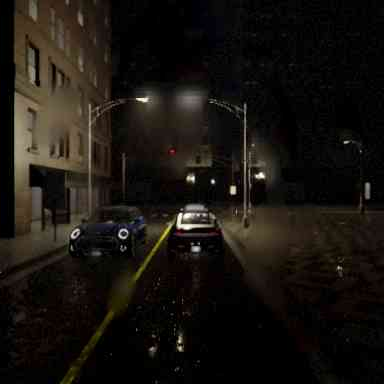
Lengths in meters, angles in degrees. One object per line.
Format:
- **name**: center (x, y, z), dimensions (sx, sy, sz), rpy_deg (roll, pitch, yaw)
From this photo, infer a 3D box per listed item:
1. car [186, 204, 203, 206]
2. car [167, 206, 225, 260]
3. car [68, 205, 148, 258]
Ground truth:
- **car**: center (0.190, 1.556, 24.356), dimensions (2.033, 1.411, 5.357), rpy_deg (0, 0, -1)
- **car**: center (0.135, 1.495, 12.355), dimensions (2.128, 1.511, 4.902), rpy_deg (0, 0, 0)
- **car**: center (-2.999, 1.356, 12.742), dimensions (2.097, 1.767, 4.553), rpy_deg (0, 0, 1)
